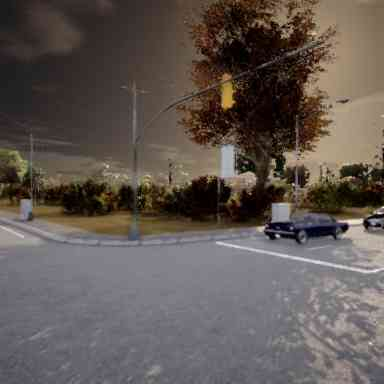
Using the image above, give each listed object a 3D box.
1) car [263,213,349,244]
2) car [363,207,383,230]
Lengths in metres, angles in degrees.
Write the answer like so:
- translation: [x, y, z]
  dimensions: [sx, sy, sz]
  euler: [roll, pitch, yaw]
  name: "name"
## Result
- translation: [5.789, 1.746, 16.721]
  dimensions: [4.718, 1.301, 1.895]
  euler: [1, 0, -35]
  name: "car"
- translation: [13.213, 1.723, 21.989]
  dimensions: [4.902, 1.511, 2.128]
  euler: [1, 0, -35]
  name: "car"
